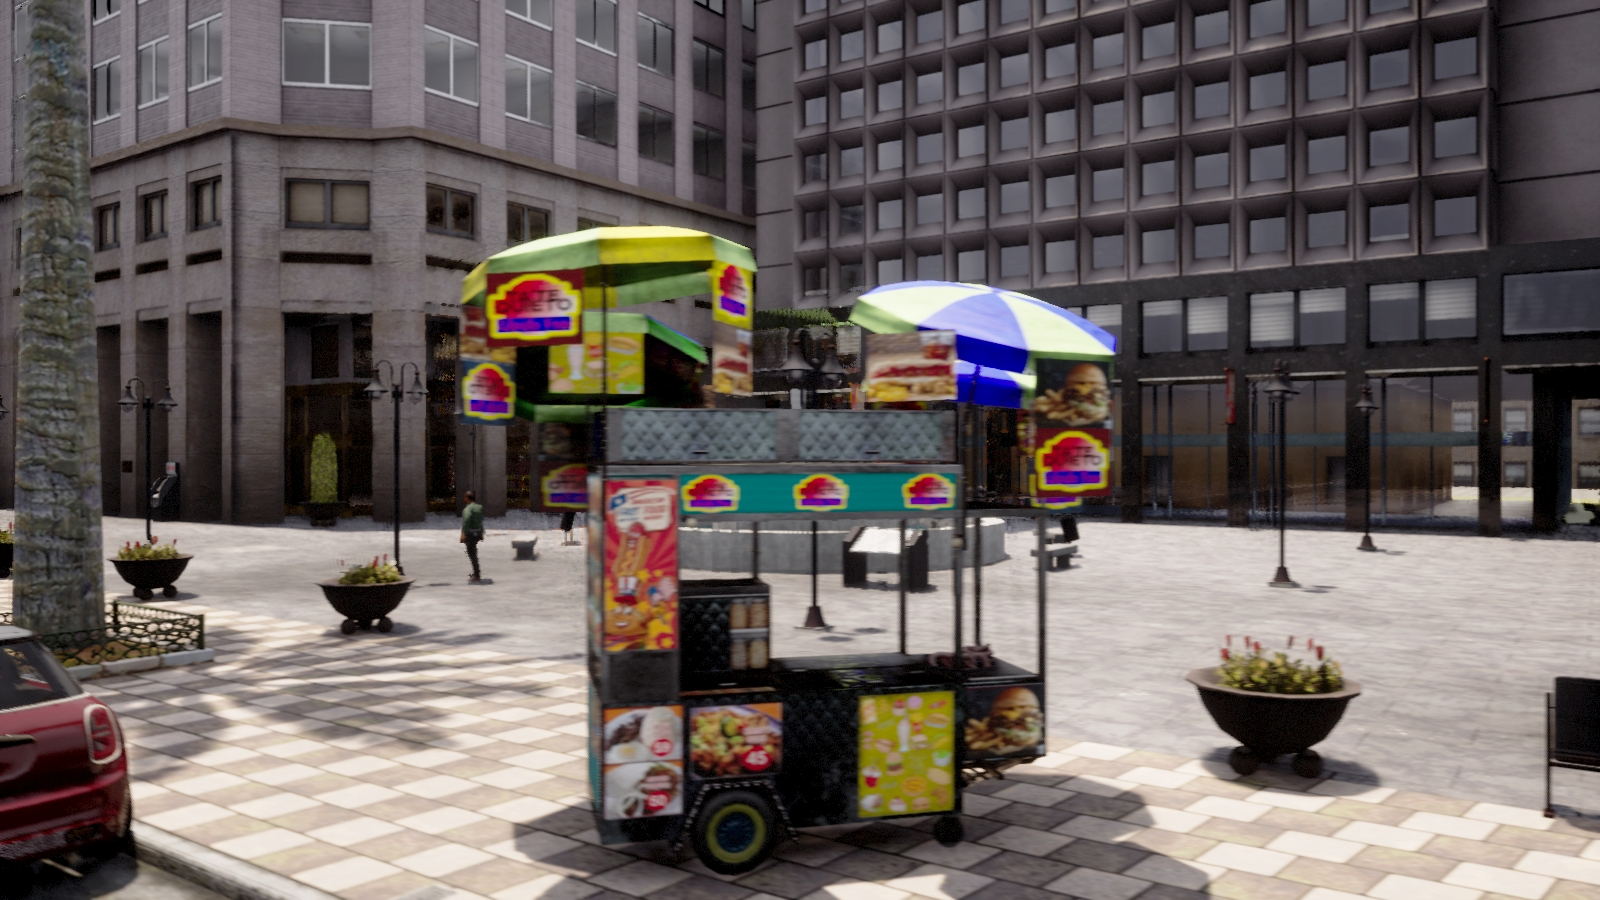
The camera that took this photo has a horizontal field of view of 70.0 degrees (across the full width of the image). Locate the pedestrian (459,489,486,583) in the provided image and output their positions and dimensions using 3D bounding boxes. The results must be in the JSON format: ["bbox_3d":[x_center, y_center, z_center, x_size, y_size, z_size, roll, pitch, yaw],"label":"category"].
[{"bbox_3d":[-6.572,1.714,22.933,0.375,1.860,0.375,0,0,27],"label":"pedestrian"}]
